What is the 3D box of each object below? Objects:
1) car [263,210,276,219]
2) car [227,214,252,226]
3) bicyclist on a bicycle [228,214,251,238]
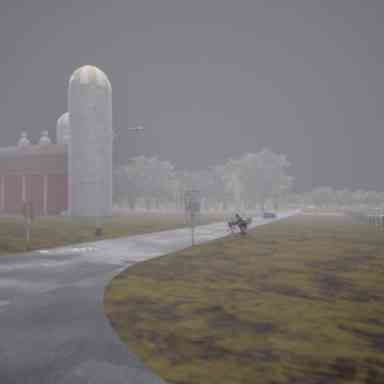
[{"bbox_3d":[14.163,4.104,60.569,1.882,1.535,5.008,-1,-4,21],"label":"car"},{"bbox_3d":[5.446,3.139,37.618,2.033,1.411,5.357,-1,-3,21],"label":"car"},{"bbox_3d":[3.340,2.420,23.562,1.656,1.620,0.582,0,-2,21],"label":"bicyclist on a bicycle"}]
